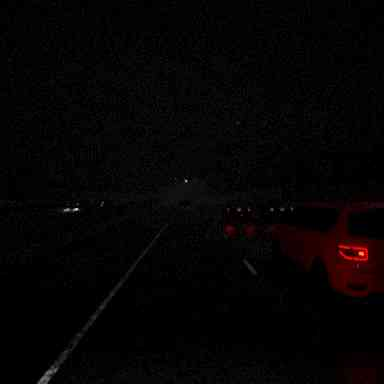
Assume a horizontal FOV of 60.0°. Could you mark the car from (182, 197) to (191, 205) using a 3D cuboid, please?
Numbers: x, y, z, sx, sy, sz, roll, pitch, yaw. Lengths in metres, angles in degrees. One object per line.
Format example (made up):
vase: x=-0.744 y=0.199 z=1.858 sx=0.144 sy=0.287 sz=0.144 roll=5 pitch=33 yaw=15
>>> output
car: x=-1.147 y=1.914 z=71.107 sx=1.801 sy=1.575 sz=5.366 roll=0 pitch=-1 yaw=0

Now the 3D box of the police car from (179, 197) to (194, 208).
police car: x=-1.125 y=1.708 z=55.016 sx=1.930 sy=1.638 sz=5.238 roll=0 pitch=-1 yaw=0

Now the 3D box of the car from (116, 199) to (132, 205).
car: x=-10.644 y=1.786 z=52.707 sx=1.812 sy=1.442 sz=4.674 roll=0 pitch=0 yaw=0

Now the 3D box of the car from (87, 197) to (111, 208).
car: x=-14.142 y=1.603 z=51.584 sx=2.097 sy=1.767 sz=4.553 roll=0 pitch=-1 yaw=0

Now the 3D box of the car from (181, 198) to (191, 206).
car: x=-1.138 y=1.911 z=64.913 sx=1.812 sy=1.442 sz=4.674 roll=0 pitch=-1 yaw=0

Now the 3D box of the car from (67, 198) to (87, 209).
car: x=-17.640 y=1.752 z=51.413 sx=1.837 sy=1.490 sz=4.892 roll=0 pitch=0 yaw=0

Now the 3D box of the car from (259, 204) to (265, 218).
car: x=7.062 y=1.439 z=28.142 sx=2.097 sy=1.767 sz=4.553 roll=0 pitch=0 yaw=0

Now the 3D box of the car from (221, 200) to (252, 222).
car: x=3.562 y=1.434 z=27.360 sx=2.097 sy=1.767 sz=4.553 roll=0 pitch=0 yaw=0

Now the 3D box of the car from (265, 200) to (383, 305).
car: x=3.589 y=1.225 z=8.228 sx=2.150 sy=2.045 sz=5.566 roll=0 pitch=0 yaw=0
